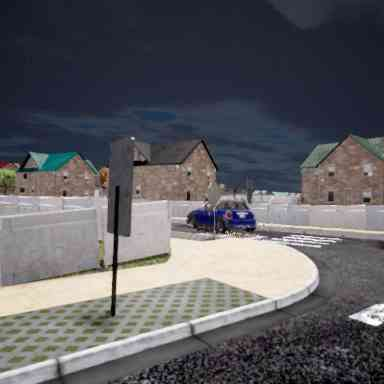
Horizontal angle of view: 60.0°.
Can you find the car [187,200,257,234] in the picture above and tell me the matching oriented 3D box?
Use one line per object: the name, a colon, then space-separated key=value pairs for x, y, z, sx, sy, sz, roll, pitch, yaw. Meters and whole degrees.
car: x=1.549 y=1.257 z=18.713 sx=2.097 sy=1.767 sz=4.553 roll=2 pitch=-1 yaw=-28
